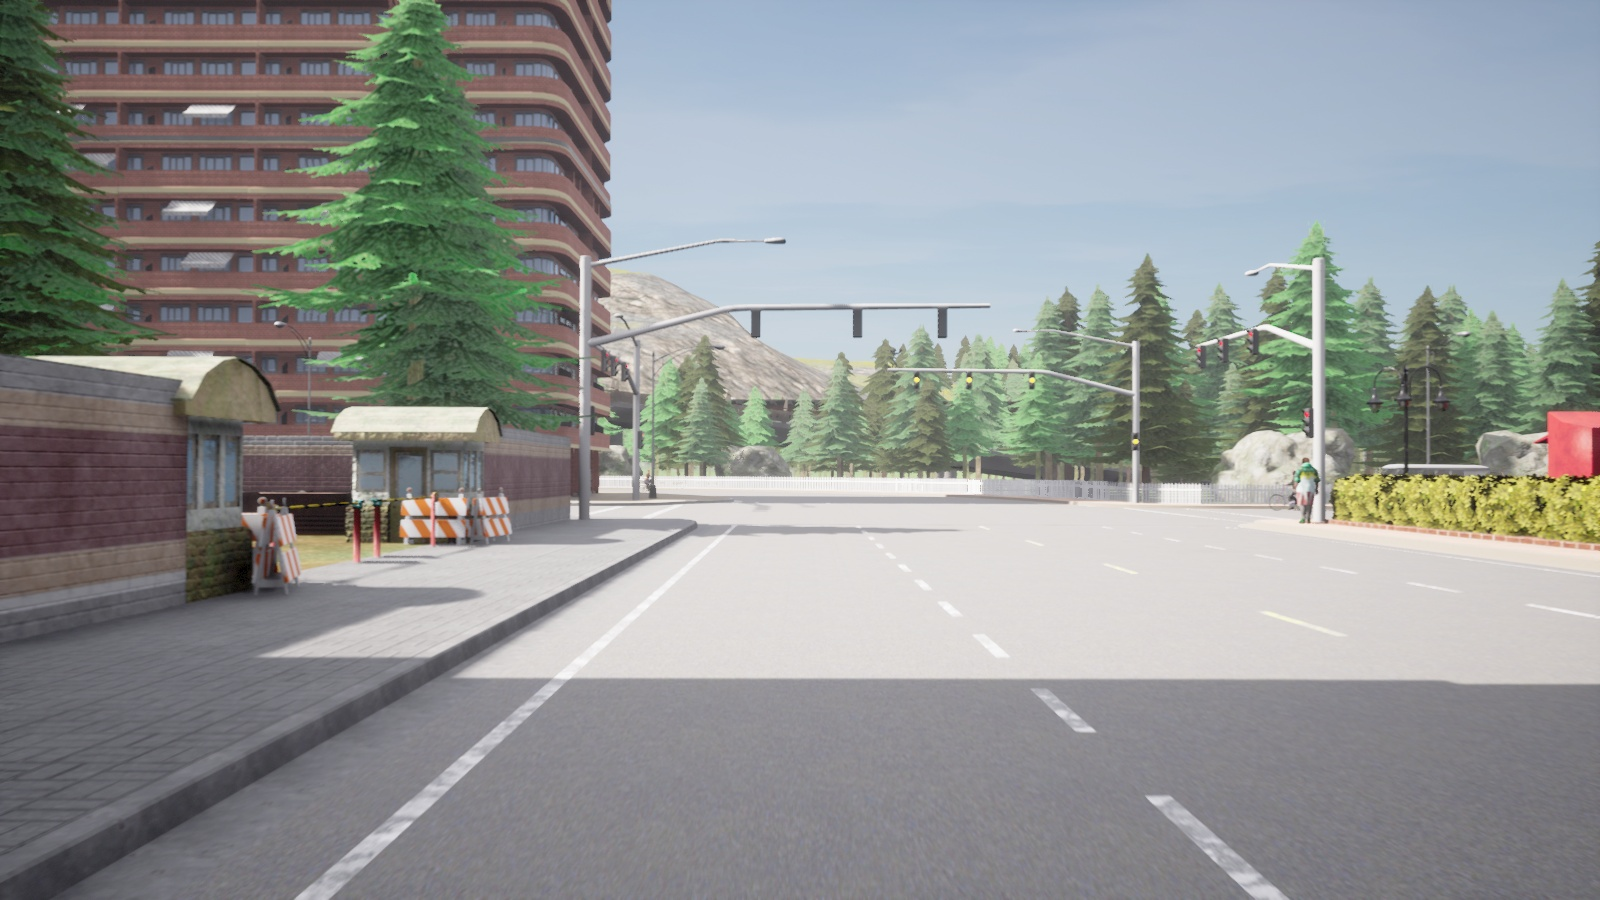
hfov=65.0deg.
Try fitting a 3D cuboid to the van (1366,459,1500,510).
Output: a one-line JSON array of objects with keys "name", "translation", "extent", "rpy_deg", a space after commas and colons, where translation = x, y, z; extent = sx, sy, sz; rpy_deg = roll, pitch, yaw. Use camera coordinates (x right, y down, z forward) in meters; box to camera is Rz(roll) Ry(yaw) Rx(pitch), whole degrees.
[{"name": "van", "translation": [25.230, 1.362, 50.181], "extent": [4.442, 1.987, 1.775], "rpy_deg": [0, -1, 0]}]

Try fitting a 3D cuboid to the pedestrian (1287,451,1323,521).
[{"name": "pedestrian", "translation": [14.118, 1.000, 35.103], "extent": [0.659, 1.952, 0.873], "rpy_deg": [0, -1, 2]}]
